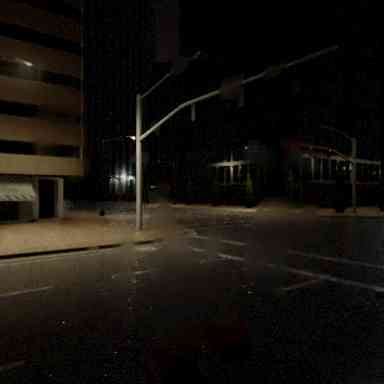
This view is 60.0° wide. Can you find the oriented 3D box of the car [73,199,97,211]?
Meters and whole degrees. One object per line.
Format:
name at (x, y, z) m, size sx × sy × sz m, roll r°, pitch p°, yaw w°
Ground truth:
car at (-14.112, 1.653, 43.821) m, size 1.882 × 1.535 × 5.008 m, roll 0°, pitch 0°, yaw -37°
